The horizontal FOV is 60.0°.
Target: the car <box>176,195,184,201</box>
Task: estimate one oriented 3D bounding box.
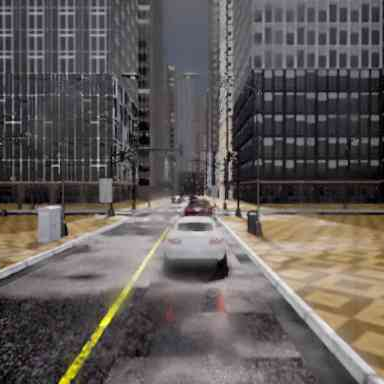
[{"bbox_3d":[-2.952,1.423,80.911,1.837,1.490,4.892,0,0,0],"label":"car"}]

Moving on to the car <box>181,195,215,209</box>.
[{"bbox_3d":[0.704,1.356,26.428,2.097,1.767,4.553,0,0,8],"label":"car"}]

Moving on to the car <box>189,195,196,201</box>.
[{"bbox_3d":[0.051,1.537,88.018,1.882,1.535,5.008,0,0,0],"label":"car"}]

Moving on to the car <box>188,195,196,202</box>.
[{"bbox_3d":[0.045,1.554,77.601,1.837,1.490,4.892,0,0,0],"label":"car"}]

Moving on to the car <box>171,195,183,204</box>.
[{"bbox_3d":[-2.980,1.532,64.792,2.128,1.511,4.902,0,0,1],"label":"car"}]

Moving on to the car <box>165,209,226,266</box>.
[{"bbox_3d":[0.100,1.524,11.454,1.812,1.442,4.674,0,0,0],"label":"car"}]
